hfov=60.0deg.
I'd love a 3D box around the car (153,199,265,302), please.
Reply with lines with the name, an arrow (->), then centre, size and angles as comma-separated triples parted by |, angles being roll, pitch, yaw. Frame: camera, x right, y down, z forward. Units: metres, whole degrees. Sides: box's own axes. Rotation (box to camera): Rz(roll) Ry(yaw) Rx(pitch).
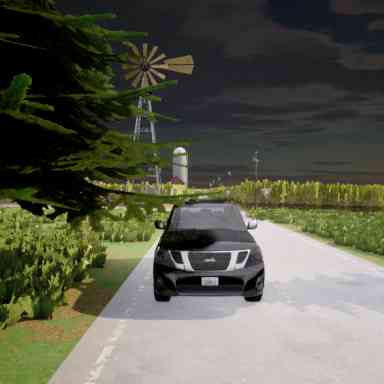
car -> 0.333, 1.221, 8.623 | 2.150, 2.045, 5.566 | 0, 0, 0
